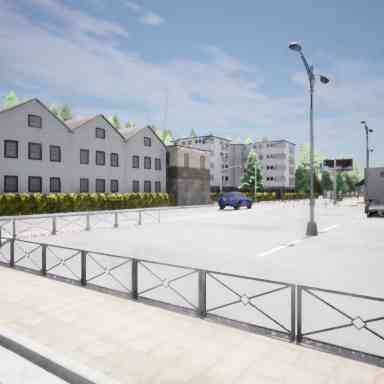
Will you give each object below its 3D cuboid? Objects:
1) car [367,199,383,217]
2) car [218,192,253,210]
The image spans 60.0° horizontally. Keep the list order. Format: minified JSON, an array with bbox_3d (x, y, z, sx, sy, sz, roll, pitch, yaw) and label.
[{"bbox_3d":[15.399,1.298,26.827,2.007,1.523,4.514,0,0,35],"label":"car"},{"bbox_3d":[5.137,1.027,38.870,2.150,2.045,5.566,0,0,35],"label":"car"}]
